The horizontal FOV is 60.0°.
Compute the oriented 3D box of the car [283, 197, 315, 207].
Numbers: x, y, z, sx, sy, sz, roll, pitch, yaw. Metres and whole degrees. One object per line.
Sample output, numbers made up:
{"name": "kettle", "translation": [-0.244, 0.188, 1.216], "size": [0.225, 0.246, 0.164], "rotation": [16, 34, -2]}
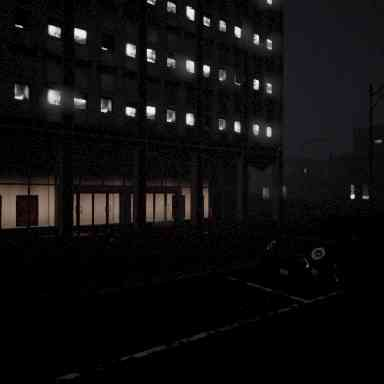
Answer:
{"name": "car", "translation": [15.524, 1.481, 48.519], "size": [1.802, 1.307, 4.206], "rotation": [1, 0, -35]}

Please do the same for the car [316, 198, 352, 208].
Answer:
{"name": "car", "translation": [18.576, 1.447, 44.103], "size": [1.752, 1.417, 4.829], "rotation": [1, 0, -35]}

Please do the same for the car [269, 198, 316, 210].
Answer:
{"name": "car", "translation": [11.777, 1.427, 39.201], "size": [2.008, 1.369, 4.403], "rotation": [1, 0, -35]}

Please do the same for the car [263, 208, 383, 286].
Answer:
{"name": "car", "translation": [3.888, 1.441, 9.330], "size": [4.097, 1.590, 1.967], "rotation": [0, 0, -36]}

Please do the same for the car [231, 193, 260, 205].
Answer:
{"name": "car", "translation": [9.232, 1.169, 57.629], "size": [2.192, 1.841, 5.009], "rotation": [1, 0, -35]}

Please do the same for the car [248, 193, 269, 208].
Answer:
{"name": "car", "translation": [8.631, 1.168, 43.757], "size": [2.192, 1.841, 5.009], "rotation": [1, 0, -35]}
